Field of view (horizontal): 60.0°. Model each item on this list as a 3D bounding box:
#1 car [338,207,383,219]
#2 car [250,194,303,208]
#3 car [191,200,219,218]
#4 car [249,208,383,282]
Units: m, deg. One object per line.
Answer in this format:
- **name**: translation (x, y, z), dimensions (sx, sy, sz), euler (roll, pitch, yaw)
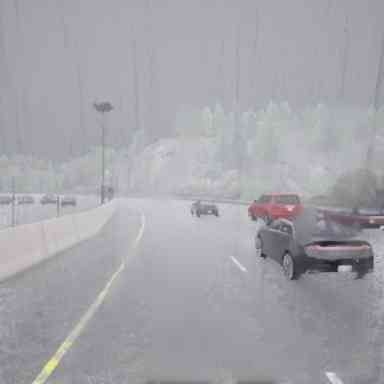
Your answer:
- **car**: translation (9.473, 1.502, 19.134), dimensions (1.895, 1.301, 4.718), euler (0, 0, -6)
- **car**: translation (5.576, 1.117, 22.576), dimensions (2.150, 2.045, 5.566), euler (0, 0, -7)
- **car**: translation (1.065, 1.404, 29.099), dimensions (1.812, 1.442, 4.674), euler (0, 0, -9)
- **car**: translation (3.208, 1.445, 9.666), dimensions (2.128, 1.511, 4.902), euler (0, 0, -3)
